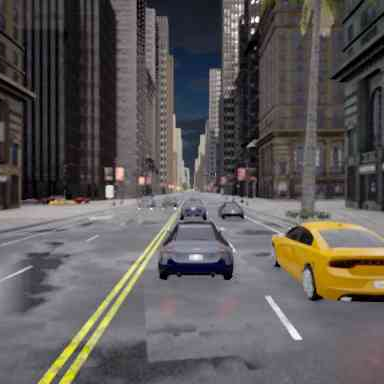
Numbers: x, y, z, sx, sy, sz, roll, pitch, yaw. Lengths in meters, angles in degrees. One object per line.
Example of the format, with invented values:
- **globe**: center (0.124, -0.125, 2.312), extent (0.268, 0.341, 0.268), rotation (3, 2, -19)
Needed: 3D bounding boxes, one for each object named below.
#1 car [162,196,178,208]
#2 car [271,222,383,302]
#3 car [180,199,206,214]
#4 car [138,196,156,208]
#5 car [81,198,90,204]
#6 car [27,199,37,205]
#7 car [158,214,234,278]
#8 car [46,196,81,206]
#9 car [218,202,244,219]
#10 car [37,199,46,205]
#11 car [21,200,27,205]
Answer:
- **car**: center (-3.274, 1.379, 49.435), extent (2.097, 1.767, 4.553), rotation (0, 0, 1)
- **car**: center (3.352, 1.487, 8.350), extent (1.882, 1.535, 5.008), rotation (0, 0, 0)
- **car**: center (0.109, 1.375, 28.555), extent (2.097, 1.767, 4.553), rotation (0, 0, 0)
- **car**: center (-6.531, 1.380, 48.571), extent (2.097, 1.767, 4.553), rotation (0, 0, 0)
- **car**: center (-23.955, 1.865, 70.107), extent (4.507, 1.381, 1.887), rotation (-1, 1, 0)
- **car**: center (-34.129, 2.042, 70.146), extent (4.206, 1.307, 1.802), rotation (-1, 1, 0)
- **car**: center (0.102, 1.576, 10.163), extent (1.994, 1.385, 4.181), rotation (0, 0, 0)
- **car**: center (-23.819, 1.877, 61.578), extent (4.829, 1.417, 1.752), rotation (-1, 1, 0)
- **car**: center (3.362, 1.587, 29.349), extent (1.994, 1.385, 4.181), rotation (0, 0, 0)
- **car**: center (-29.046, 1.705, 70.122), extent (5.009, 1.841, 2.192), rotation (-1, 1, 0)
- **car**: center (-33.760, 2.039, 61.605), extent (4.403, 1.369, 2.008), rotation (-1, 1, 0)
